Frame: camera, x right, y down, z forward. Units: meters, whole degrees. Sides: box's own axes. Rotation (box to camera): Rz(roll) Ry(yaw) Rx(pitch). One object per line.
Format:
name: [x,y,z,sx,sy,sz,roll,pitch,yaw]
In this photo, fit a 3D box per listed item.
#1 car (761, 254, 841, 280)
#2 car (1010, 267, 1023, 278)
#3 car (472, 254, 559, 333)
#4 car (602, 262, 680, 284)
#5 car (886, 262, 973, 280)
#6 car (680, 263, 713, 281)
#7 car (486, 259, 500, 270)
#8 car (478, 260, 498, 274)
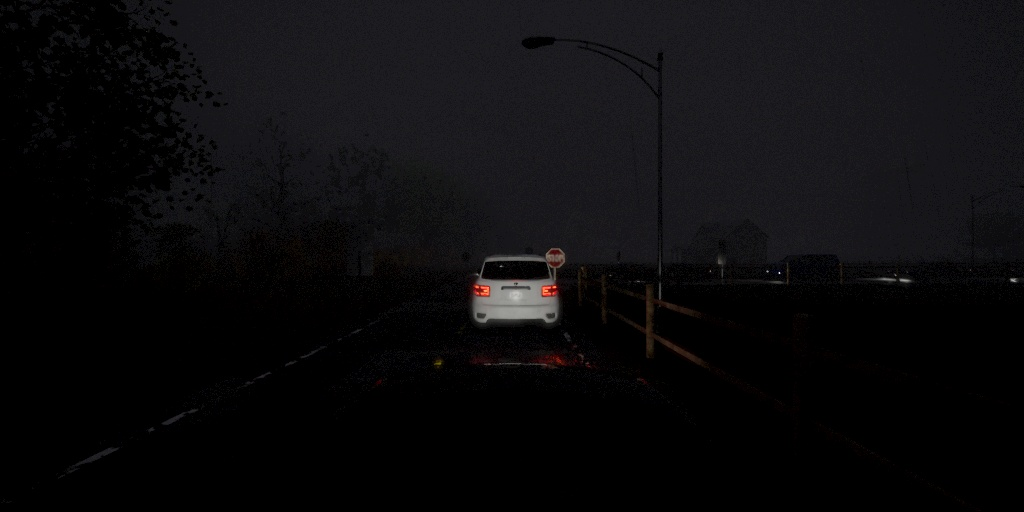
car: [23.221,0.873,28.768,5.566,2.045,2.150,0,0,-1]
car: [43.587,1.085,29.062,4.674,1.442,1.812,0,0,0]
car: [0.098,0.971,10.831,2.150,2.045,5.566,0,0,0]
car: [8.967,1.182,25.736,4.902,1.511,2.128,0,0,5]
car: [33.643,1.153,28.929,5.357,1.411,2.033,0,0,0]
car: [12.993,1.243,28.620,5.357,1.411,2.033,0,0,0]
car: [-2.826,1.237,54.457,1.812,1.442,4.674,0,0,0]
car: [-2.837,1.277,43.119,2.033,1.411,5.357,0,0,0]
